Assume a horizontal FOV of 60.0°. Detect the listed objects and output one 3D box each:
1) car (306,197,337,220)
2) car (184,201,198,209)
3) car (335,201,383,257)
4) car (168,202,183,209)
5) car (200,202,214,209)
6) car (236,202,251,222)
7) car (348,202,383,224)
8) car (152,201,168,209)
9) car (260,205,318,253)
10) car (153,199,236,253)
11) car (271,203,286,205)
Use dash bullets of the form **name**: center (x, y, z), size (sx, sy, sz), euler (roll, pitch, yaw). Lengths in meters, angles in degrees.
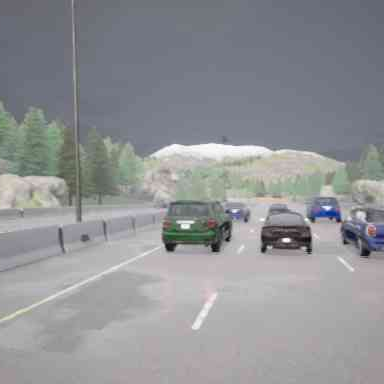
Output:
- **car**: center (10.747, 1.407, 27.438), size (2.150, 2.045, 5.566), euler (-1, -1, 14)
- **car**: center (-0.176, 2.757, 71.377), size (2.097, 1.767, 4.553), euler (-1, -2, 14)
- **car**: center (7.215, 1.369, 12.888), size (2.097, 1.767, 4.553), euler (-1, -1, 14)
- **car**: center (-3.583, 2.930, 72.170), size (1.882, 1.535, 5.008), euler (-1, -2, 14)
- **car**: center (3.219, 2.888, 70.516), size (2.033, 1.411, 5.357), euler (-1, -2, 14)
- **car**: center (3.959, 1.645, 29.125), size (2.097, 1.767, 4.553), euler (-1, -1, 14)
- **car**: center (14.265, 1.623, 27.050), size (1.882, 1.535, 5.008), euler (-1, -1, 14)
- **car**: center (-6.977, 2.860, 73.029), size (2.097, 1.767, 4.553), euler (-1, -2, 14)
- **car**: center (3.917, 1.552, 14.111), size (1.882, 1.535, 5.008), euler (-1, 0, 14)
- **car**: center (0.396, 1.339, 14.486), size (2.150, 2.045, 5.566), euler (-1, -1, 14)
- **car**: center (7.419, 1.754, 28.528), size (1.837, 1.490, 4.892), euler (-1, -1, 14)
